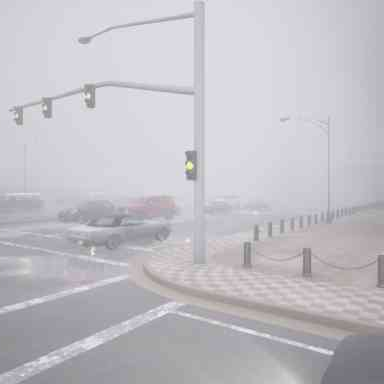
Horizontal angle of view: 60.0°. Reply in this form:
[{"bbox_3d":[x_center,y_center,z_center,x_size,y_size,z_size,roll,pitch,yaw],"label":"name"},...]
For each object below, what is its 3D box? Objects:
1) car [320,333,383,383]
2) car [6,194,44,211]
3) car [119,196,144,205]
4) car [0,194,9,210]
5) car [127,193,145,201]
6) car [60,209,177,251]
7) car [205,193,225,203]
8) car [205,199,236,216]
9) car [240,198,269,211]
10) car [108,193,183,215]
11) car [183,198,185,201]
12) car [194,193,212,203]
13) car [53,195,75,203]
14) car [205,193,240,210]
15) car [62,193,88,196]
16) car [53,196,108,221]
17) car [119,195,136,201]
[{"bbox_3d":[3.379,1.547,1.550,5.357,1.411,2.033,0,0,33],"label":"car"},{"bbox_3d":[-23.741,1.451,47.520,1.970,1.475,3.806,0,0,36],"label":"car"},{"bbox_3d":[-10.161,1.451,56.290,1.970,1.475,3.806,0,0,36],"label":"car"},{"bbox_3d":[-26.075,1.419,49.232,1.784,1.438,3.905,0,0,36],"label":"car"},{"bbox_3d":[-13.501,1.212,80.349,1.905,1.878,3.866,0,0,36],"label":"car"},{"bbox_3d":[-2.994,1.655,14.621,1.895,1.301,4.718,0,0,36],"label":"car"},{"bbox_3d":[4.650,1.209,67.023,1.932,1.855,4.605,0,0,36],"label":"car"},{"bbox_3d":[2.243,1.656,34.055,1.895,1.301,4.718,0,0,36],"label":"car"},{"bbox_3d":[8.314,1.581,42.368,1.812,1.442,4.674,0,0,36],"label":"car"},{"bbox_3d":[-3.503,1.277,26.161,2.150,2.045,5.566,0,0,36],"label":"car"},{"bbox_3d":[-2.985,1.619,32.821,1.994,1.385,4.181,0,0,36],"label":"car"},{"bbox_3d":[2.348,1.212,68.778,1.905,1.878,3.866,0,0,36],"label":"car"},{"bbox_3d":[-26.140,1.419,67.971,1.784,1.438,3.905,0,0,36],"label":"car"},{"bbox_3d":[4.420,1.280,42.979,2.150,2.045,5.566,0,0,36],"label":"car"},{"bbox_3d":[-23.842,1.209,66.207,1.932,1.855,4.605,0,0,36],"label":"car"},{"bbox_3d":[-8.043,1.407,25.867,2.097,1.767,4.553,0,0,36],"label":"car"},{"bbox_3d":[-15.830,1.451,82.070,1.970,1.475,3.806,0,0,36],"label":"car"}]
